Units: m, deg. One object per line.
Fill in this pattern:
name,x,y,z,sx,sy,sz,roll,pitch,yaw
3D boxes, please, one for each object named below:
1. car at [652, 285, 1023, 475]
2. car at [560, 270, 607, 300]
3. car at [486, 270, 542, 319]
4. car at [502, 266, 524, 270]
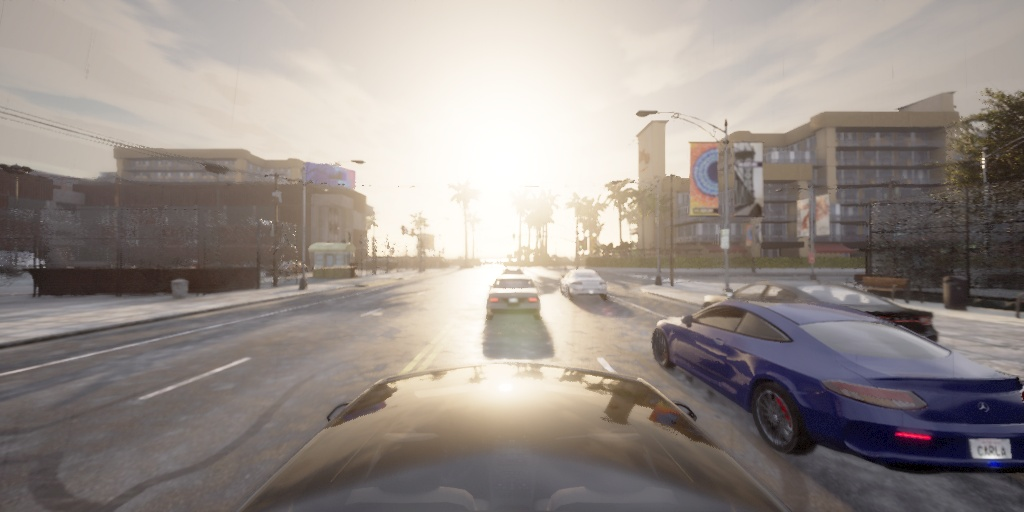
car,3.600,1.304,4.999,1.812,1.442,4.674,0,-1,0
car,3.636,1.423,18.656,1.812,1.442,4.674,0,-1,0
car,0.074,1.398,13.229,2.033,1.411,5.357,0,0,1
car,0.100,1.560,30.094,1.994,1.385,4.181,0,0,0
